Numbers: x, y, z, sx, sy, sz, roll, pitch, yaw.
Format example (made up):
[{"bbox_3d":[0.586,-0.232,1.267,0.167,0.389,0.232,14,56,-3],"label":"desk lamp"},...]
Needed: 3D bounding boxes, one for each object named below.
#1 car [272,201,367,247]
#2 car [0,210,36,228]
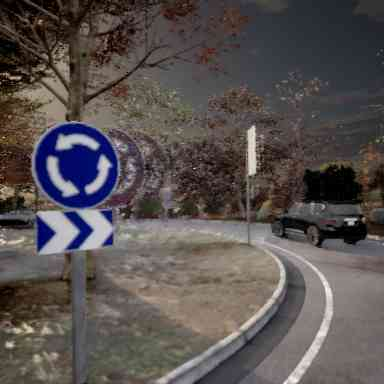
[{"bbox_3d":[6.107,1.440,16.684,2.150,2.045,5.566,0,-1,-13],"label":"car"},{"bbox_3d":[-14.928,2.290,28.245,4.902,1.511,2.128,0,-2,-16],"label":"car"}]
